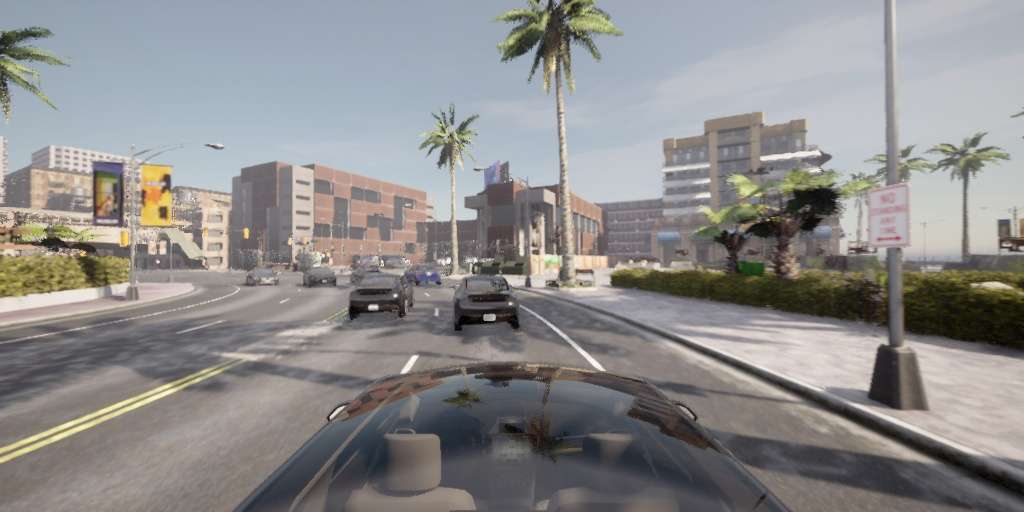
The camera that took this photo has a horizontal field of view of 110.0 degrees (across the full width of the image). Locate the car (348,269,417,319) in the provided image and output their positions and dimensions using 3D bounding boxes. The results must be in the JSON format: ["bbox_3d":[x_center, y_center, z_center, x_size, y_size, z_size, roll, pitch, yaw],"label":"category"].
[{"bbox_3d":[-4.860,1.414,13.749,1.837,1.490,4.892,0,-1,-11],"label":"car"}]

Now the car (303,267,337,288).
[{"bbox_3d":[-15.127,1.610,28.191,1.882,1.535,5.008,0,-1,-36],"label":"car"}]

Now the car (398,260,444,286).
[{"bbox_3d":[-7.467,1.442,29.352,2.097,1.767,4.553,0,-1,-31],"label":"car"}]

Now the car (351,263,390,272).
[{"bbox_3d":[-12.471,1.630,30.608,2.128,1.511,4.902,0,-1,-36],"label":"car"}]

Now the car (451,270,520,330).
[{"bbox_3d":[-0.949,1.365,11.629,1.837,1.490,4.892,0,-1,-9],"label":"car"}]

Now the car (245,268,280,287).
[{"bbox_3d":[-20.928,1.764,30.041,1.812,1.442,4.674,0,-1,-44],"label":"car"}]
